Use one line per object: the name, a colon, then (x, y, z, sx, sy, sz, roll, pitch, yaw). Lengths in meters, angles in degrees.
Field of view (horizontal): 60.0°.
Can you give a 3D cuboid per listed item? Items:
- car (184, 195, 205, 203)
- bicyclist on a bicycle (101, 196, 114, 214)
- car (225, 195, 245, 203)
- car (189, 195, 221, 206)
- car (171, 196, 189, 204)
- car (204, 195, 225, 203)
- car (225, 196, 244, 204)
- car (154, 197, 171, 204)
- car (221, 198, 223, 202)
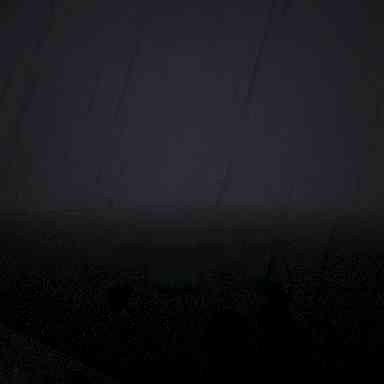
car: (0.646, 1.477, 69.755, 1.882, 1.535, 5.008, 0, 0, 35)
bicyclist on a bicycle: (-7.978, 1.156, 31.704, 1.656, 1.620, 0.582, 33, 17, 27)
car: (8.939, 1.490, 69.399, 2.128, 1.511, 4.902, 0, 0, 35)
car: (2.089, 1.478, 53.589, 1.882, 1.535, 5.008, 0, 0, 35)
car: (-1.189, 1.478, 61.020, 1.882, 1.535, 5.008, 0, 0, 35)
car: (4.739, 1.477, 69.501, 1.882, 1.535, 5.008, 0, 0, 35)
car: (8.057, 1.601, 62.204, 1.895, 1.301, 4.718, 0, 0, 35)
car: (-5.036, 1.564, 61.624, 1.994, 1.385, 4.181, 0, 0, 35)
car: (3.156, 1.478, 61.124, 1.882, 1.535, 5.008, 0, 0, 35)
